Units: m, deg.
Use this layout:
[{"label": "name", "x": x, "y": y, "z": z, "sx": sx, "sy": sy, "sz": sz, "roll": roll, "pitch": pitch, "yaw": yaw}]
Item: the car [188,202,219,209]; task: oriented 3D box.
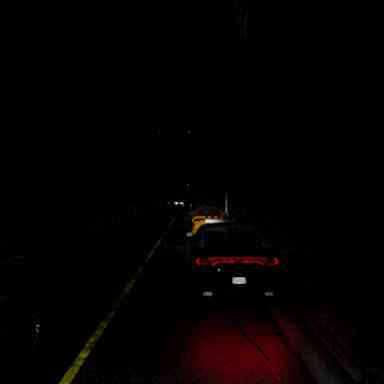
[{"label": "car", "x": 0.857, "y": 1.561, "z": 18.707, "sx": 1.882, "sy": 1.535, "sz": 5.008, "roll": 0, "pitch": 0, "yaw": 0}]

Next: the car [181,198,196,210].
[{"label": "car", "x": -0.101, "y": 1.752, "z": 45.608, "sx": 2.033, "sy": 1.411, "sz": 5.357, "roll": 0, "pitch": 0, "yaw": 0}]

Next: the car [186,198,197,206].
[{"label": "car", "x": -0.140, "y": 1.826, "z": 60.230, "sx": 1.994, "sy": 1.385, "sz": 4.181, "roll": 0, "pitch": 0, "yaw": 0}]

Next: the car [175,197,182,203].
[{"label": "car", "x": -3.191, "y": 1.892, "z": 82.232, "sx": 1.994, "sy": 1.385, "sz": 4.181, "roll": 0, "pitch": 0, "yaw": 0}]

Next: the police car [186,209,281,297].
[{"label": "police car", "x": 0.880, "y": 1.465, "z": 8.816, "sx": 1.930, "sy": 1.638, "sz": 5.238, "roll": 0, "pitch": 0, "yaw": 0}]

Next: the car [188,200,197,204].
[{"label": "car", "x": 0.843, "y": 1.587, "z": 24.707, "sx": 1.882, "sy": 1.535, "sz": 5.008, "roll": 0, "pitch": 0, "yaw": 0}]

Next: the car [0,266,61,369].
[{"label": "car", "x": -3.107, "y": 1.562, "z": 3.285, "sx": 2.033, "sy": 1.411, "sz": 5.357, "roll": 0, "pitch": 0, "yaw": 0}]
